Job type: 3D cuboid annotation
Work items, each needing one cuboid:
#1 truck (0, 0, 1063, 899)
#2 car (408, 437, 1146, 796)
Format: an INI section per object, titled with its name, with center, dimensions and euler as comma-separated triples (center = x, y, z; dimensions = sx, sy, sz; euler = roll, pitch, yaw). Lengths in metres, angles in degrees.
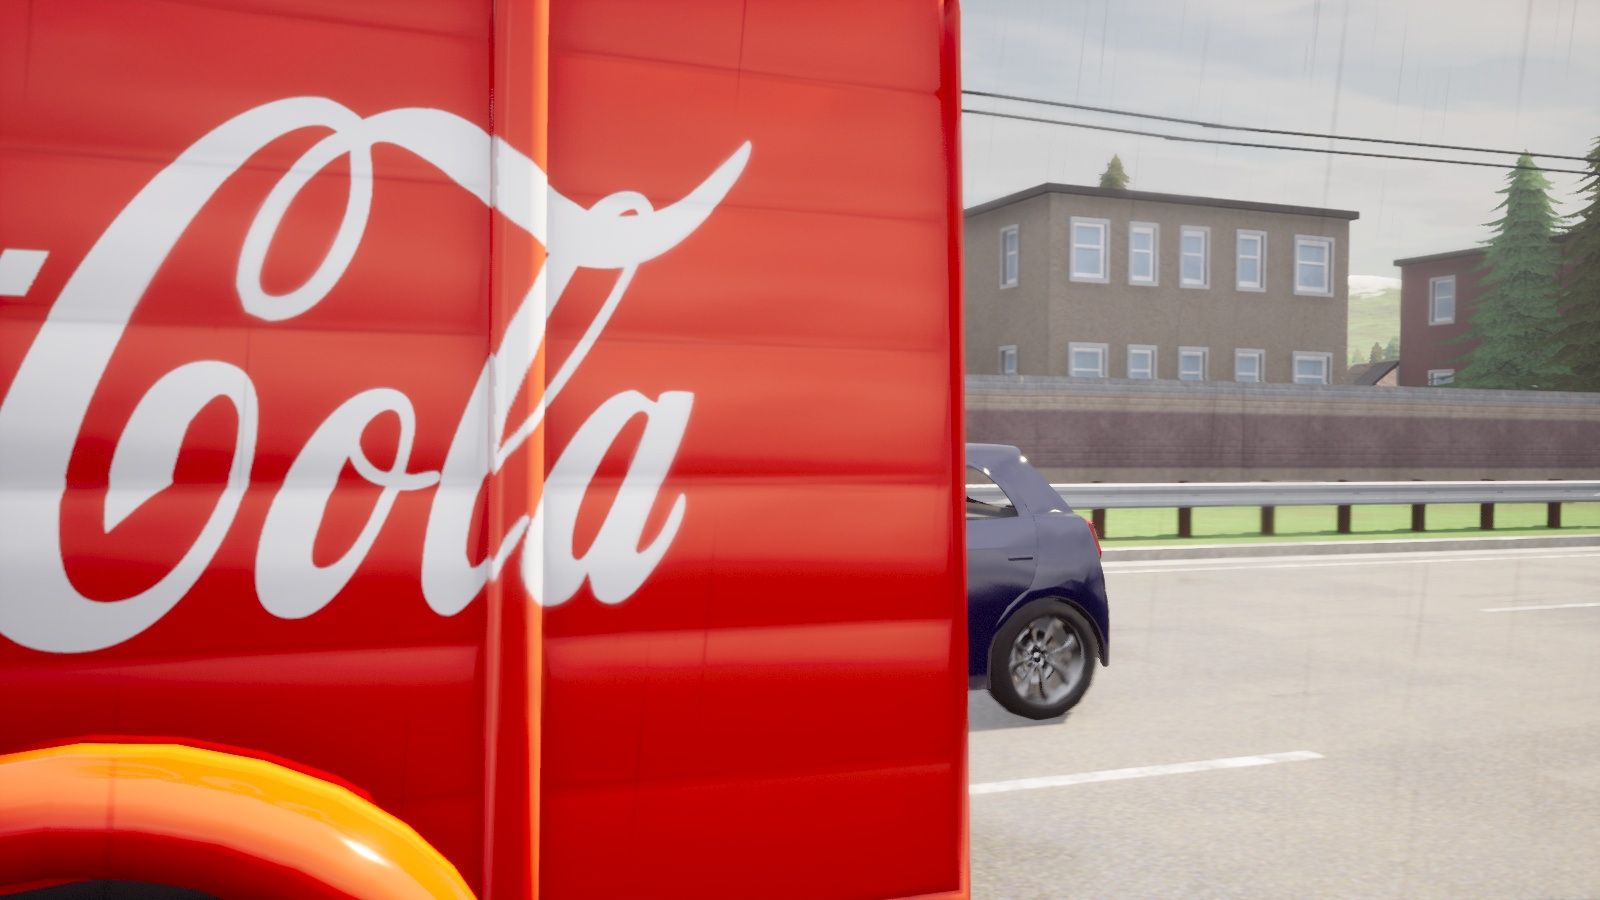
[truck]
center = -2.486, 0.301, 2.290
dimensions = 5.204, 2.467, 2.627
euler = -1, 1, -21
[car]
center = -0.186, 0.701, 6.912
dimensions = 3.633, 1.501, 1.845
euler = -1, 1, -21
